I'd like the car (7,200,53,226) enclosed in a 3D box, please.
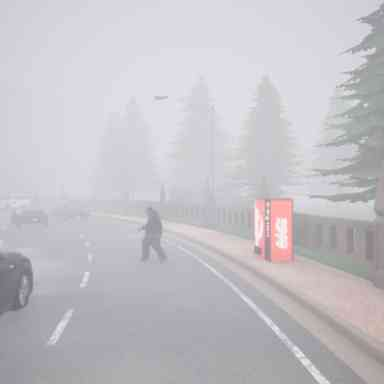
[{"bbox_3d":[-11.010,1.523,22.444,1.812,1.442,4.674,0,0,-34],"label":"car"}]

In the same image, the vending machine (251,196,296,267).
[{"bbox_3d":[2.573,1.194,10.562,1.100,2.100,0.880,0,0,-14],"label":"vending machine"}]

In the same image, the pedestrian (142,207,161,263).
[{"bbox_3d":[-1.260,1.293,10.343,0.375,1.860,0.375,0,0,-14],"label":"pedestrian"}]

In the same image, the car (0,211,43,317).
[{"bbox_3d":[-4.069,1.350,4.841,2.097,1.767,4.553,0,0,-7],"label":"car"}]

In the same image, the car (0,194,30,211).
[{"bbox_3d":[-19.719,1.215,36.211,5.566,2.045,2.150,0,0,35],"label":"car"}]

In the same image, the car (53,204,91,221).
[{"bbox_3d":[-10.034,1.598,27.090,1.895,1.301,4.718,0,0,-40],"label":"car"}]
